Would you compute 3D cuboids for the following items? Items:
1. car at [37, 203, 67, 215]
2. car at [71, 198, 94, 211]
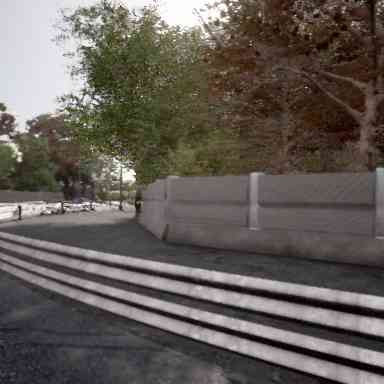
[{"bbox_3d":[-17.921,2.112,42.687,2.033,1.411,5.357,1,-1,3],"label":"car"},{"bbox_3d":[-17.408,1.996,53.212,2.150,2.045,5.566,1,-1,3],"label":"car"}]
